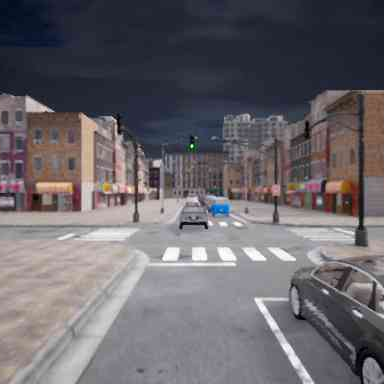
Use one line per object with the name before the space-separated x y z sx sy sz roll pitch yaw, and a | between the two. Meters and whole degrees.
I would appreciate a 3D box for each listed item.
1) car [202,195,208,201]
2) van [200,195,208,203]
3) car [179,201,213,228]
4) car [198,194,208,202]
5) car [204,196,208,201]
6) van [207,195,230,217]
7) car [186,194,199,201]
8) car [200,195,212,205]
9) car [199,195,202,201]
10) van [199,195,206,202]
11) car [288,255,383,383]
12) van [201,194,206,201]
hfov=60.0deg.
car | 2.640 1.532 42.537 1.967 1.590 4.097 0 0 0
van | 2.643 1.526 75.390 1.690 1.788 3.998 0 0 0
car | 0.101 1.592 22.317 2.033 1.411 5.357 0 0 0
car | 2.644 1.515 80.866 2.192 1.841 5.009 0 0 0
car | 2.639 1.518 37.062 1.967 1.590 4.097 0 0 0
van | 2.639 1.406 31.587 1.690 1.788 3.998 0 0 0
car | 0.007 1.367 61.655 2.150 2.045 5.566 0 0 0
car | 2.642 1.468 64.440 2.192 1.841 5.009 0 0 0
car | 2.639 1.437 53.487 2.192 1.841 5.009 0 0 0
van | 2.644 1.557 86.341 1.690 1.788 3.998 0 0 0
car | 2.636 1.559 4.584 2.008 1.369 4.403 0 0 0
van | 2.640 1.448 48.013 1.690 1.788 3.998 0 0 0
